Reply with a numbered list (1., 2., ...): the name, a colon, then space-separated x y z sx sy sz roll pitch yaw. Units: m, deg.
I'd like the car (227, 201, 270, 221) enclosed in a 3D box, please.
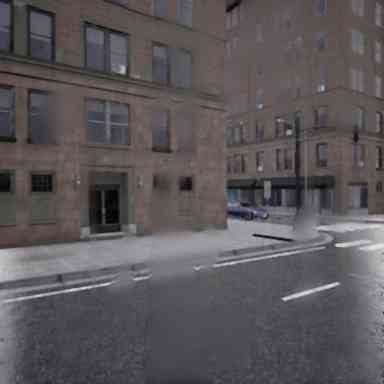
1. car: 3.929 1.444 26.253 1.812 1.442 4.674 -1 1 -37
